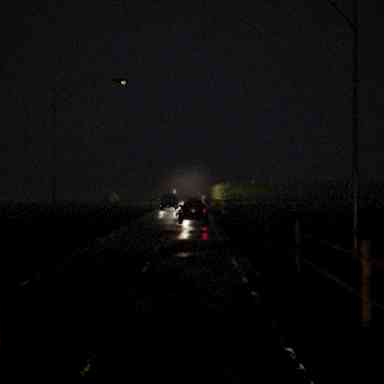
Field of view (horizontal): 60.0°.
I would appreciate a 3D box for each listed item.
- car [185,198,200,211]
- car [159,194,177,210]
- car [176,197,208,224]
[{"bbox_3d":[0.077,1.518,42.895,1.837,1.490,4.892,0,0,0],"label":"car"},{"bbox_3d":[-2.869,1.232,42.431,2.150,2.045,5.566,0,0,0],"label":"car"},{"bbox_3d":[0.084,1.357,25.297,2.097,1.767,4.553,0,0,0],"label":"car"}]
